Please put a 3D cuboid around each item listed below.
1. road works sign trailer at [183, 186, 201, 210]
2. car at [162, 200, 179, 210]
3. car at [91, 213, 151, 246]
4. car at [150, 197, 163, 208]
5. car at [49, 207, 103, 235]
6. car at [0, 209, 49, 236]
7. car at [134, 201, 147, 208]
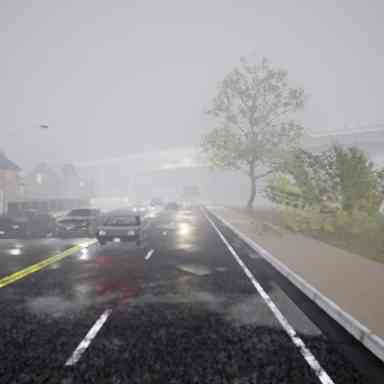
[{"bbox_3d":[-0.081,0.895,52.366,2.380,3.560,2.880,-6,-2,0],"label":"road works sign trailer"},{"bbox_3d":[-3.147,2.110,52.447,1.994,1.385,4.181,0,-1,0],"label":"car"},{"bbox_3d":[-3.154,1.764,16.228,1.895,1.301,4.718,0,-1,0],"label":"car"},{"bbox_3d":[-6.532,1.884,62.780,2.150,2.045,5.566,0,0,0],"label":"car"},{"bbox_3d":[-6.591,1.709,20.225,1.837,1.490,4.892,0,-1,0],"label":"car"},{"bbox_3d":[-9.844,1.748,19.874,2.033,1.411,5.357,0,-1,0],"label":"car"},{"bbox_3d":[-9.777,2.259,62.693,1.895,1.301,4.718,0,-1,0],"label":"car"}]
